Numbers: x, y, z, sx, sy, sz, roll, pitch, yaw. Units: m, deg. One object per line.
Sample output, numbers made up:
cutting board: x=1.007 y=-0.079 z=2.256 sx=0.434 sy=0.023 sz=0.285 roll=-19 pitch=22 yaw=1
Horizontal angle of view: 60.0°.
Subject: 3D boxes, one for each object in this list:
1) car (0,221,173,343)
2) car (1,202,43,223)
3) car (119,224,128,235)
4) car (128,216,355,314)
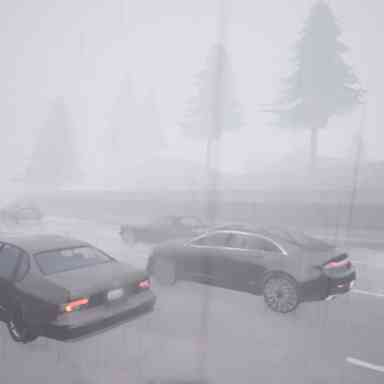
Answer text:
car: x=-3.106 y=1.556 z=6.467 sx=5.357 sy=1.411 sz=2.033 roll=0 pitch=0 yaw=38
car: x=-12.795 y=1.518 z=24.884 sx=2.128 sy=1.511 sz=4.902 roll=0 pitch=0 yaw=-43
car: x=-0.915 y=1.631 z=13.718 sx=4.718 sy=1.301 sz=1.895 roll=0 pitch=0 yaw=39
car: x=1.064 y=1.514 z=7.711 sx=4.902 sy=1.511 sz=2.128 roll=0 pitch=0 yaw=37
